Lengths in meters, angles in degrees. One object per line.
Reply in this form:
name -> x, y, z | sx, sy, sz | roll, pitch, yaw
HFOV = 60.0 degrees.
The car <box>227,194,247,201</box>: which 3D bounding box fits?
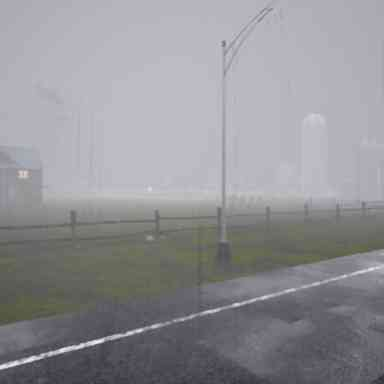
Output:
car -> 9.385, 1.173, 69.685 | 1.812, 1.442, 4.674 | 0, 1, -36
